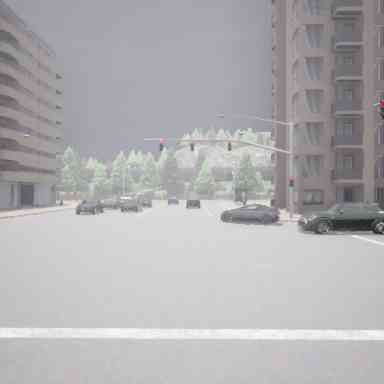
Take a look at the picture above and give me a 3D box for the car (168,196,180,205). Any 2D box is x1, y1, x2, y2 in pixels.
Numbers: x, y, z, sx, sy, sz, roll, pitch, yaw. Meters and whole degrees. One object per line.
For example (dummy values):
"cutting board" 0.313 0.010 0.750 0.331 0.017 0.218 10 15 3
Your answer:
"car" -3.369 1.525 60.049 1.812 1.442 4.674 0 0 0

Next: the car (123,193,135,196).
"car" -10.435 1.221 54.451 2.150 2.045 5.566 0 0 1

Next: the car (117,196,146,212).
"car" -6.988 1.504 38.691 1.837 1.490 4.892 0 0 0

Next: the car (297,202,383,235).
"car" 8.207 1.351 18.227 4.553 1.767 2.097 0 0 1

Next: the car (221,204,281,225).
"car" 4.186 1.564 23.759 4.181 1.385 1.994 0 0 25

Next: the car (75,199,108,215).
"car" -10.511 1.504 34.503 1.837 1.490 4.892 0 0 0

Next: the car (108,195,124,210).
"car" -10.486 1.525 43.754 1.812 1.442 4.674 0 0 0

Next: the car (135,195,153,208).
"car" -6.952 1.563 48.634 1.994 1.385 4.181 0 0 1

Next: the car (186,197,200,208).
"car" 0.192 1.477 48.227 1.882 1.535 5.008 0 0 0
